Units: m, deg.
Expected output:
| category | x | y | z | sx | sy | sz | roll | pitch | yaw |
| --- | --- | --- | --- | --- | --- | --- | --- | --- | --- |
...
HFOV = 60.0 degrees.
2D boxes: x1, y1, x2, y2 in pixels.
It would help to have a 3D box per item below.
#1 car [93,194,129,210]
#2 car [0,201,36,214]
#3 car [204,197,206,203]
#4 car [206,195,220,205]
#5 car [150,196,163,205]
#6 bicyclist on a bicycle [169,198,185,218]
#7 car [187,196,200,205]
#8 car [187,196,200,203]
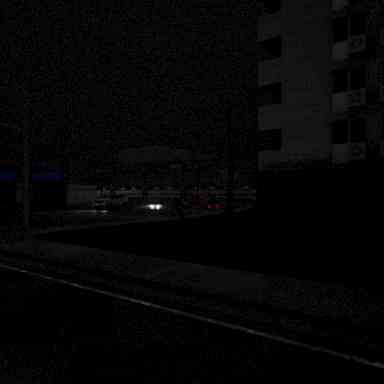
| category | x | y | z | sx | sy | sz | roll | pitch | yaw |
| --- | --- | --- | --- | --- | --- | --- | --- | --- | --- |
| car | -10.617 | 1.220 | 43.970 | 2.150 | 2.045 | 5.566 | 0 | 0 | 25 |
| car | -17.969 | 1.601 | 32.505 | 1.895 | 1.301 | 4.718 | 0 | 0 | 35 |
| car | 3.835 | 1.352 | 67.370 | 2.097 | 1.767 | 4.553 | 0 | 0 | -8 |
| car | 3.825 | 1.525 | 58.512 | 1.812 | 1.442 | 4.674 | 0 | 0 | 4 |
| car | -6.451 | 1.493 | 60.714 | 2.128 | 1.511 | 4.902 | 0 | 0 | 2 |
| bicyclist on a bicycle | -1.250 | 1.300 | 27.342 | 1.656 | 1.620 | 0.582 | 0 | 0 | 36 |
| car | 0.352 | 1.564 | 59.102 | 1.994 | 1.385 | 4.181 | 0 | 0 | 4 |
| car | 0.293 | 1.564 | 67.513 | 1.994 | 1.385 | 4.181 | 0 | 0 | -8 |
